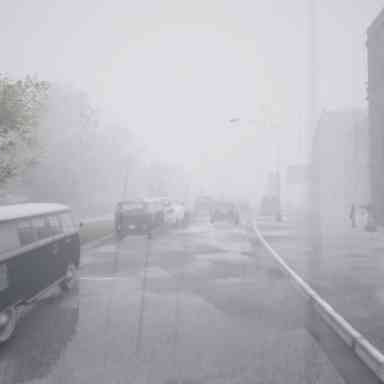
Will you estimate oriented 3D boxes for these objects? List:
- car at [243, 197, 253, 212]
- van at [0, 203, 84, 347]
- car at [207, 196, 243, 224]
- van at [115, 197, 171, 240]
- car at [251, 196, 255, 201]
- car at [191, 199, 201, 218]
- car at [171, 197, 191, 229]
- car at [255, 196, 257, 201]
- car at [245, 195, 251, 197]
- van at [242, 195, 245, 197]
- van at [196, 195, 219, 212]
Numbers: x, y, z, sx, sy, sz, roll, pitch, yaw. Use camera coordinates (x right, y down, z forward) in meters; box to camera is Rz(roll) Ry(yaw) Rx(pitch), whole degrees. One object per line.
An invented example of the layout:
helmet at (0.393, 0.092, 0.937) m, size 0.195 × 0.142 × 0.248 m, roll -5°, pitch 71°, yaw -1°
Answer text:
car at (6.359, 1.753, 42.565) m, size 1.994 × 1.385 × 4.181 m, roll 0°, pitch 0°, yaw 14°
van at (-3.537, 1.263, 6.329) m, size 1.878 × 1.987 × 4.442 m, roll -1°, pitch 1°, yaw 1°
car at (2.716, 1.462, 26.168) m, size 2.097 × 1.767 × 4.553 m, roll 0°, pitch 0°, yaw 10°
van at (-2.568, 1.321, 17.473) m, size 1.878 × 1.987 × 4.442 m, roll -1°, pitch 1°, yaw 5°
car at (13.533, 1.654, 83.165) m, size 2.435 × 2.045 × 5.566 m, roll -1°, pitch 0°, yaw 16°
car at (-0.816, 1.658, 28.395) m, size 2.002 × 1.452 × 4.674 m, roll -1°, pitch 1°, yaw 11°
car at (-1.794, 1.332, 22.921) m, size 2.435 × 2.045 × 5.566 m, roll -1°, pitch 1°, yaw 7°
car at (16.167, 1.922, 92.691) m, size 2.097 × 1.535 × 5.008 m, roll -1°, pitch 0°, yaw 18°
car at (11.738, 1.902, 76.662) m, size 2.002 × 1.452 × 4.674 m, roll -1°, pitch -1°, yaw 16°
van at (8.820, 1.592, 66.088) m, size 1.878 × 1.987 × 4.442 m, roll -1°, pitch -1°, yaw 18°
van at (1.597, 1.450, 39.388) m, size 1.878 × 1.987 × 4.442 m, roll -1°, pitch 1°, yaw 13°
